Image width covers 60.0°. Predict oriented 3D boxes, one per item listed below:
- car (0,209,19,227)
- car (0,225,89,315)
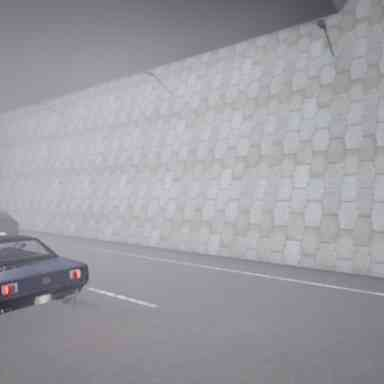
[{"bbox_3d":[-9.936,1.506,15.456,4.892,1.490,1.837,0,0,36],"label":"car"},{"bbox_3d":[-4.417,1.602,7.164,4.718,1.301,1.895,0,0,36],"label":"car"}]
